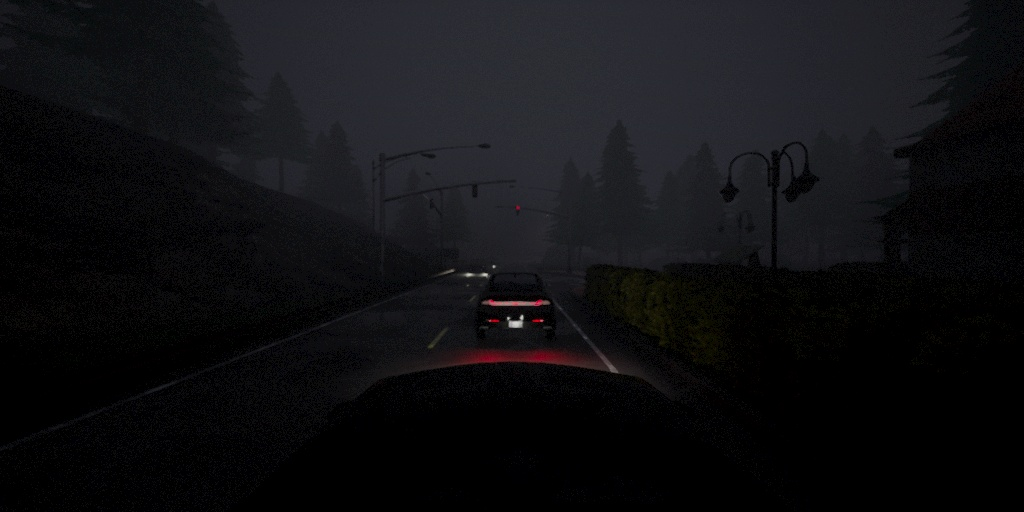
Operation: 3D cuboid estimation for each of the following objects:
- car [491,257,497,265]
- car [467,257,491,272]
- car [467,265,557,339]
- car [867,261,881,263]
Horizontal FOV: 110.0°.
[{"bbox_3d":[-3.470,0.828,59.286,2.033,1.411,5.357,0,0,0],"label":"car"},{"bbox_3d":[-3.563,0.933,37.797,1.882,1.535,5.008,0,1,0],"label":"car"},{"bbox_3d":[0.085,1.176,9.785,2.128,1.511,4.902,0,0,0],"label":"car"},{"bbox_3d":[29.230,1.190,29.472,4.892,1.490,1.837,0,0,2],"label":"car"}]
